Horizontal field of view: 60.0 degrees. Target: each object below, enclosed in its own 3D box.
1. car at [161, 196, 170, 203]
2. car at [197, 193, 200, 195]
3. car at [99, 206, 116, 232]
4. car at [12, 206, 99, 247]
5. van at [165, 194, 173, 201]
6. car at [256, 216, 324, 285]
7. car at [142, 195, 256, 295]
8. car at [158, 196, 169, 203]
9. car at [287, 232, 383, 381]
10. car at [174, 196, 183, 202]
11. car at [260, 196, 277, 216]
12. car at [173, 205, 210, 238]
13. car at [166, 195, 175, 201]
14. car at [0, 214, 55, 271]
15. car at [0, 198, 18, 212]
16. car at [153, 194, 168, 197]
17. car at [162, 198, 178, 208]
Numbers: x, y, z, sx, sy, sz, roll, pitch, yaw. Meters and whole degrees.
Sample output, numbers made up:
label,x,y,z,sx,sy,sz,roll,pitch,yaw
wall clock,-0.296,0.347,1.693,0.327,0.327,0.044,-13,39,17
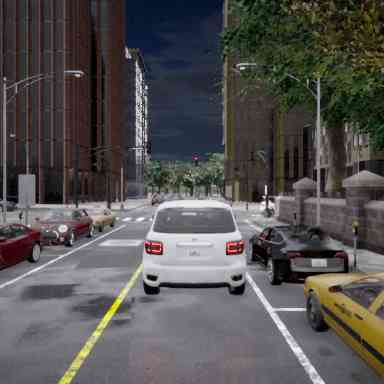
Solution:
label,x,y,z,sx,sy,sz,roll,pitch,yaw
car,-5.846,1.548,73.727,1.752,1.417,4.829,0,0,0
car,2.673,1.571,79.344,1.887,1.381,4.507,0,0,0
car,-5.787,1.527,20.006,1.752,1.417,4.829,0,0,0
car,-5.781,1.441,14.720,1.967,1.590,4.097,0,0,0
van,-5.858,1.371,84.772,1.690,1.788,3.998,0,0,0
car,2.750,1.566,9.274,1.947,1.339,4.313,0,0,0
car,0.056,1.222,8.863,2.150,2.045,5.566,0,0,0
car,-5.840,1.602,68.459,1.802,1.307,4.206,0,0,0
car,2.756,1.525,3.987,1.752,1.417,4.829,0,0,0
car,-3.087,1.578,78.001,1.994,1.385,4.181,0,0,0
car,9.284,1.437,31.707,5.566,2.045,2.150,1,0,5
car,0.003,1.527,18.508,1.812,1.442,4.674,0,0,0
car,-5.864,1.585,90.210,2.008,1.369,4.403,0,0,0
car,-5.775,1.545,9.262,1.887,1.381,4.507,0,0,0
car,-19.177,1.160,31.618,4.892,1.490,1.837,1,0,0
car,-5.828,1.329,57.584,2.192,1.841,5.009,0,0,0
car,-3.149,1.574,48.149,1.994,1.385,4.181,0,0,0
